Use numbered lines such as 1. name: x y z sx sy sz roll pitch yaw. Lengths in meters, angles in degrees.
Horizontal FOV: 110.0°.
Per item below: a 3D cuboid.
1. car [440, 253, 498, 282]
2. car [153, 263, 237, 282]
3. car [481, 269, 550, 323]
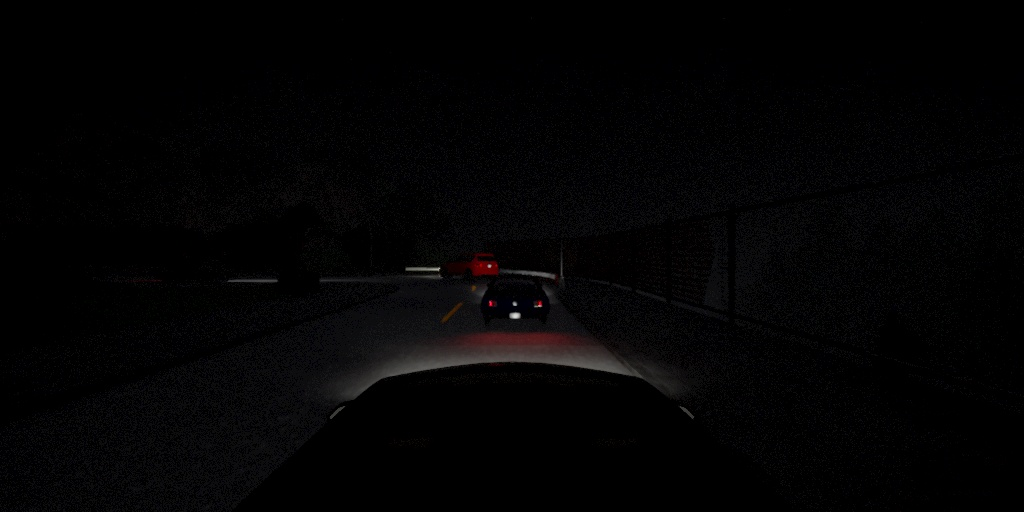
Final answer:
1. car: -3.359 0.812 27.531 2.150 2.045 5.566 1 0 -41
2. car: -23.309 1.196 26.487 4.718 1.301 1.895 0 0 0
3. car: 0.095 1.288 11.773 1.895 1.301 4.718 0 0 0
